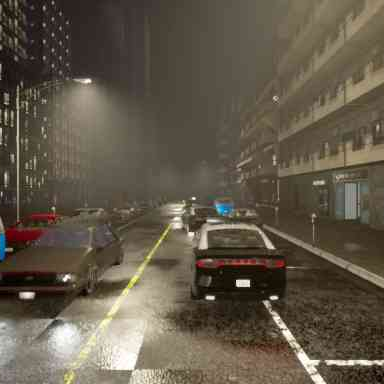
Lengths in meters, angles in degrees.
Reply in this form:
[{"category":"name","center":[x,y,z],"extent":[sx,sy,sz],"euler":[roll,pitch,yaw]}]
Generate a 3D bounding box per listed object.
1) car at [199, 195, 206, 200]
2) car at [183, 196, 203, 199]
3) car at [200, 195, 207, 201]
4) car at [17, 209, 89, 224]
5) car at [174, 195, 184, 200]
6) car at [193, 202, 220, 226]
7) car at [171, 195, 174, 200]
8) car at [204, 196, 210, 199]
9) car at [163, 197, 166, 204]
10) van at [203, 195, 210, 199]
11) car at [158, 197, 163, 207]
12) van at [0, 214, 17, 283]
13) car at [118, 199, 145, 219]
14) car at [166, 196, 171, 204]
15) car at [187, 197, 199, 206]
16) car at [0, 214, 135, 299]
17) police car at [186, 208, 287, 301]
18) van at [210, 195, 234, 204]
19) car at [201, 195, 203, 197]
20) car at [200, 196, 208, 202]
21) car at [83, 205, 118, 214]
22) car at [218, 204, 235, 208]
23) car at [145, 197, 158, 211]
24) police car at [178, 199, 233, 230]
[{"category":"car","center":[2.901,1.643,95.391],"extent":[1.887,1.381,4.507],"euler":[0,0,0]},{"category":"car","center":[0.135,1.622,44.456],"extent":[1.895,1.301,4.718],"euler":[0,0,1]},{"category":"car","center":[2.876,1.602,84.515],"extent":[1.752,1.417,4.829],"euler":[0,0,0]},{"category":"car","center":[-5.666,1.545,12.567],"extent":[1.887,1.381,4.507],"euler":[0,0,0]},{"category":"car","center":[-2.802,1.574,87.718],"extent":[2.128,1.511,4.902],"euler":[0,0,0]},{"category":"car","center":[0.954,1.531,24.405],"extent":[1.812,1.442,4.674],"euler":[0,0,0]},{"category":"car","center":[-5.479,1.664,95.411],"extent":[1.947,1.339,4.313],"euler":[0,0,0]},{"category":"car","center":[2.777,1.562,40.162],"extent":[1.887,1.381,4.507],"euler":[0,0,0]},{"category":"car","center":[-5.579,1.468,51.228],"extent":[1.967,1.590,4.097],"euler":[0,0,0]},{"category":"van","center":[2.789,1.364,45.684],"extent":[1.690,1.788,3.998],"euler":[0,0,0]},{"category":"car","center":[-5.591,1.573,45.704],"extent":[2.008,1.369,4.403],"euler":[0,0,0]},{"category":"van","center":[-5.679,1.341,7.044],"extent":[1.690,1.788,3.998],"euler":[0,0,0]},{"category":"car","center":[-5.629,1.448,29.137],"extent":[1.967,1.590,4.097],"euler":[0,0,0]},{"category":"car","center":[-5.554,1.606,62.273],"extent":[1.947,1.339,4.313],"euler":[0,0,0]},{"category":"car","center":[0.128,1.598,56.251],"extent":[1.994,1.385,4.181],"euler":[0,0,0]},{"category":"car","center":[-3.083,1.547,8.889],"extent":[2.033,1.411,5.357],"euler":[0,0,0]},{"category":"police car","center":[0.918,1.425,8.514],"extent":[1.930,1.638,5.238],"euler":[0,0,0]},{"category":"van","center":[2.751,1.349,29.117],"extent":[1.690,1.788,3.998],"euler":[0,0,0]},{"category":"car","center":[2.852,1.622,73.299],"extent":[1.947,1.339,4.313],"euler":[0,0,0]},{"category":"car","center":[2.865,1.591,78.991],"extent":[1.752,1.417,4.829],"euler":[0,0,0]},{"category":"car","center":[-5.654,1.568,18.090],"extent":[1.947,1.339,4.313],"euler":[0,0,0]},{"category":"car","center":[2.727,1.553,18.071],"extent":[2.008,1.369,4.403],"euler":[0,0,0]},{"category":"car","center":[-5.604,1.568,40.181],"extent":[2.008,1.369,4.403],"euler":[0,0,0]},{"category":"police car","center":[0.503,1.427,18.415],"extent":[1.930,1.638,5.238],"euler":[0,0,-8]}]
